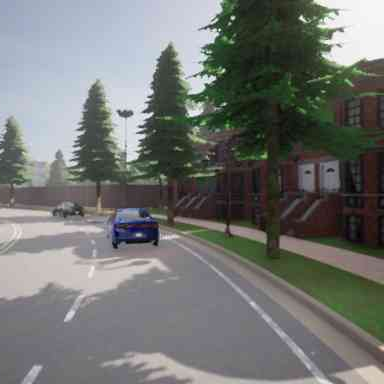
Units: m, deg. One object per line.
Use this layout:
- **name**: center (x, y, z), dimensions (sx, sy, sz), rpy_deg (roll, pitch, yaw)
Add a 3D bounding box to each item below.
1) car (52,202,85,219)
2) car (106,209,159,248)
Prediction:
- **car**: center (-11.447, 1.623, 30.754), dimensions (1.812, 1.442, 4.674), rpy_deg (0, 0, -39)
- **car**: center (-2.812, 1.505, 15.164), dimensions (1.882, 1.535, 5.008), rpy_deg (0, 0, -18)
